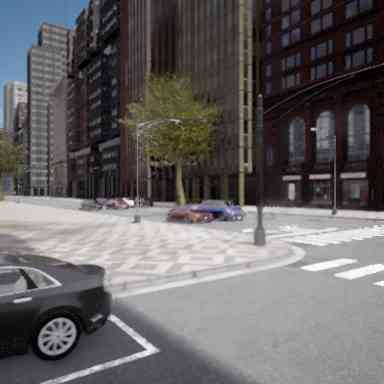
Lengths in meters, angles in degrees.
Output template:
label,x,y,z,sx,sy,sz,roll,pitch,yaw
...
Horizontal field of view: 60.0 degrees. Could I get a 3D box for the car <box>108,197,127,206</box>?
label,x,y,z,sx,sy,sz,roll,pitch,yaw
car,-13.838,1.707,61.543,1.812,1.442,4.674,0,0,-36

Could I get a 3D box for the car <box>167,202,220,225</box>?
label,x,y,z,sx,sy,sz,roll,pitch,yaw
car,-0.171,1.667,25.552,1.994,1.385,4.181,0,0,-36

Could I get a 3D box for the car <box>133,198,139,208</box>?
label,x,y,z,sx,sy,sz,roll,pitch,yaw
car,-10.426,1.686,51.275,1.812,1.442,4.674,0,0,-36

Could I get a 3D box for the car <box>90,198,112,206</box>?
label,x,y,z,sx,sy,sz,roll,pitch,yaw
car,-16.237,1.738,59.312,2.033,1.411,5.357,0,0,-36

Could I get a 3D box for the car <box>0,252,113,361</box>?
label,x,y,z,sx,sy,sz,roll,pitch,yaw
car,-3.256,1.551,4.331,4.403,1.369,2.008,0,0,-35

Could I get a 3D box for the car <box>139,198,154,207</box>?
label,x,y,z,sx,sy,sz,roll,pitch,yaw
car,-7.847,1.654,53.227,1.837,1.490,4.892,0,0,-35

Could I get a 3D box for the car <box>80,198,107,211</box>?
label,x,y,z,sx,sy,sz,roll,pitch,yaw
car,-13.308,1.675,43.943,1.837,1.490,4.892,0,-1,-35

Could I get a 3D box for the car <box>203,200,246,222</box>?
label,x,y,z,sx,sy,sz,roll,pitch,yaw
car,2.370,1.445,27.583,2.097,1.767,4.553,0,0,-36

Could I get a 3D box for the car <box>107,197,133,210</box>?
label,x,y,z,sx,sy,sz,roll,pitch,yaw
car,-10.135,1.681,45.083,1.812,1.442,4.674,0,0,-35
